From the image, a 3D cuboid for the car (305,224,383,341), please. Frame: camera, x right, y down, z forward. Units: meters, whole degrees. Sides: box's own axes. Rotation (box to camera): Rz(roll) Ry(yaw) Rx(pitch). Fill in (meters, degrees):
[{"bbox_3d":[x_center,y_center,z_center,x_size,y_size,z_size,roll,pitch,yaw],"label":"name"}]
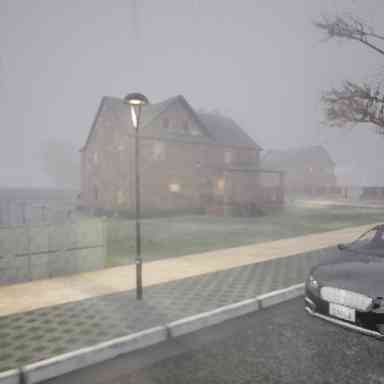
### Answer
[{"bbox_3d":[4.043,1.361,6.106,4.902,1.511,2.128,-1,1,-37],"label":"car"}]
